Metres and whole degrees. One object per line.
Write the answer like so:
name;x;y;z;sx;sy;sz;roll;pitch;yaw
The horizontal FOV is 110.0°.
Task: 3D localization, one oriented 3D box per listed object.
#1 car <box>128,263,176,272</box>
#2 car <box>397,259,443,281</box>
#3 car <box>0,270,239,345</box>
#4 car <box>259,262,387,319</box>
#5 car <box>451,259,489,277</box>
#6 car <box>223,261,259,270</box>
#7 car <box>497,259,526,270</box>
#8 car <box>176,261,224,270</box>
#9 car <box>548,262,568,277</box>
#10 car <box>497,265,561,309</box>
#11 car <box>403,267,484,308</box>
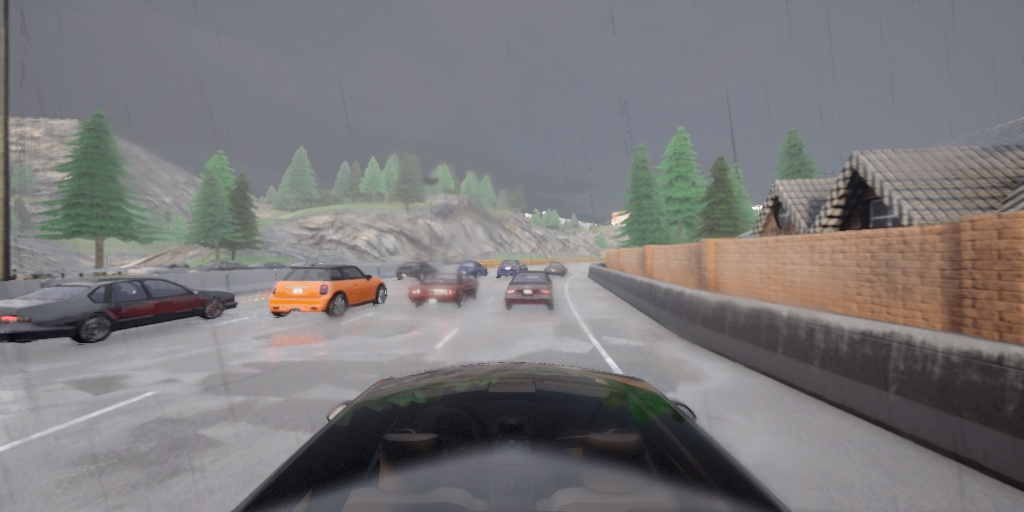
car;-29.032;1.255;30.212;1.895;1.301;4.718;0;0;10
car;-7.641;1.218;29.349;1.837;1.490;4.892;0;0;11
car;-10.118;1.265;9.407;2.033;1.411;5.357;0;0;3
car;-6.321;1.078;12.961;2.097;1.767;4.553;0;0;4
car;-3.533;1.248;32.142;1.812;1.442;4.674;0;0;12
car;-21.711;1.221;31.498;2.033;1.411;5.357;0;0;10
car;0.119;1.085;32.376;2.097;1.767;4.553;0;0;12
car;-25.309;1.155;31.036;2.128;1.511;4.902;0;0;10
car;4.358;1.307;35.160;1.994;1.385;4.181;0;0;14
car;0.816;1.292;14.833;2.033;1.411;5.357;0;0;6
car;-2.646;1.336;15.150;1.895;1.301;4.718;0;0;5
